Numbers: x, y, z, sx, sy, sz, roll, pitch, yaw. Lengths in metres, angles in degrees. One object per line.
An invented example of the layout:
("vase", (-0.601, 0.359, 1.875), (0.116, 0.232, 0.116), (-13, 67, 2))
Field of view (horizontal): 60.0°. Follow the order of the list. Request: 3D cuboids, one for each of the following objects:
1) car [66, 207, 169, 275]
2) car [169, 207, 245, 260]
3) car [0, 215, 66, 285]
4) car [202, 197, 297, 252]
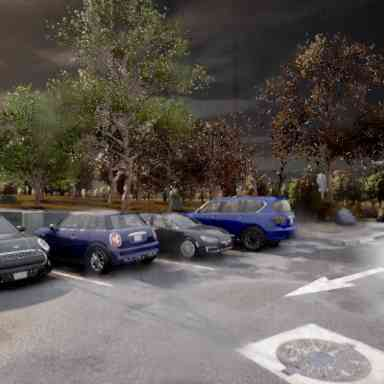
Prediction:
("car", (-3.284, 1.359, 10.640), (4.553, 1.767, 2.185), (-1, 0, 34))
("car", (-0.850, 1.485, 12.418), (4.892, 1.521, 2.231), (-1, -1, 34))
("car", (-5.793, 1.361, 8.925), (4.553, 1.767, 2.185), (-1, -1, 34))
("car", (1.585, 1.231, 14.177), (5.566, 2.045, 2.435), (-1, 0, 35))
